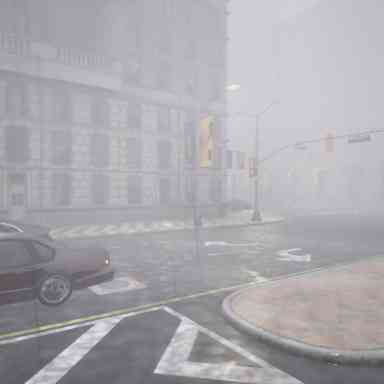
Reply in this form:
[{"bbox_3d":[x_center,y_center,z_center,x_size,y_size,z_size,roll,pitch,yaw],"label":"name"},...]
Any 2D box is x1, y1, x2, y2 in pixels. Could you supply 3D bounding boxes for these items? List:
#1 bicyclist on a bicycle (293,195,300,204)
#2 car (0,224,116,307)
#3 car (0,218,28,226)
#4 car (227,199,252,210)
[{"bbox_3d":[17.947,1.314,57.133,1.656,1.620,0.582,0,0,-35],"label":"bicyclist on a bicycle"},{"bbox_3d":[-4.267,1.547,6.493,5.357,1.411,2.033,0,0,-34],"label":"car"},{"bbox_3d":[-6.456,1.491,9.277,4.902,1.511,2.128,0,0,-37],"label":"car"},{"bbox_3d":[5.766,1.572,43.167,1.994,1.385,4.181,0,0,-35],"label":"car"}]
